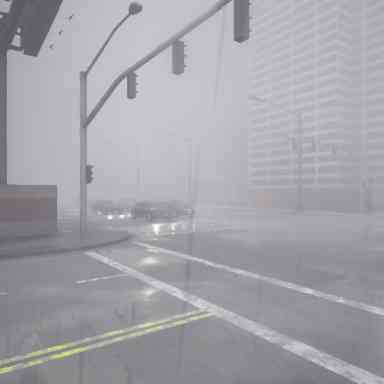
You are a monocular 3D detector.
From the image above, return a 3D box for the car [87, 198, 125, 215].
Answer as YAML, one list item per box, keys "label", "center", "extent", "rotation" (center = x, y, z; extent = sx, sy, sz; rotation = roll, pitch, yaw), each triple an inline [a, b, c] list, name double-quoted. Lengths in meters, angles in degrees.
- label: "car"
  center: [-8.918, 1.547, 34.743]
  extent: [2.033, 1.411, 5.357]
  rotation: [0, 0, -35]

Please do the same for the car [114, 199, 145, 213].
- label: "car"
  center: [-7.341, 1.526, 38.588]
  extent: [1.812, 1.442, 4.674]
  rotation: [0, 0, -35]

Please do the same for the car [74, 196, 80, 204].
- label: "car"
  center: [-21.554, 1.526, 65.107]
  extent: [1.812, 1.442, 4.674]
  rotation: [0, 0, -35]

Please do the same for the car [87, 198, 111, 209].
- label: "car"
  center: [-13.162, 1.601, 46.843]
  extent: [1.895, 1.301, 4.718]
  rotation: [0, 0, -35]

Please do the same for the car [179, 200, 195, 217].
- label: "car"
  center: [-1.628, 1.492, 30.488]
  extent: [2.128, 1.511, 4.902]
  rotation: [0, 0, -35]

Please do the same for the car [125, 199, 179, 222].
- label: "car"
  center: [-3.340, 1.505, 26.846]
  extent: [1.837, 1.490, 4.892]
  rotation: [0, 0, -35]
